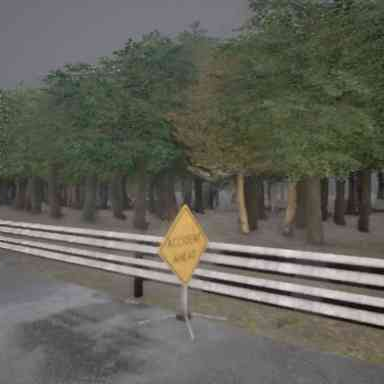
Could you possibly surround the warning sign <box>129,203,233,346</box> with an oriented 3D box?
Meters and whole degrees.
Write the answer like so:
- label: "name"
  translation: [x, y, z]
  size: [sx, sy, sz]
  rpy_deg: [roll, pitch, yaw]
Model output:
- label: "warning sign"
  translation: [-0.134, 1.129, 5.269]
  size: [1.060, 1.860, 1.300]
  rpy_deg: [0, 0, 36]
